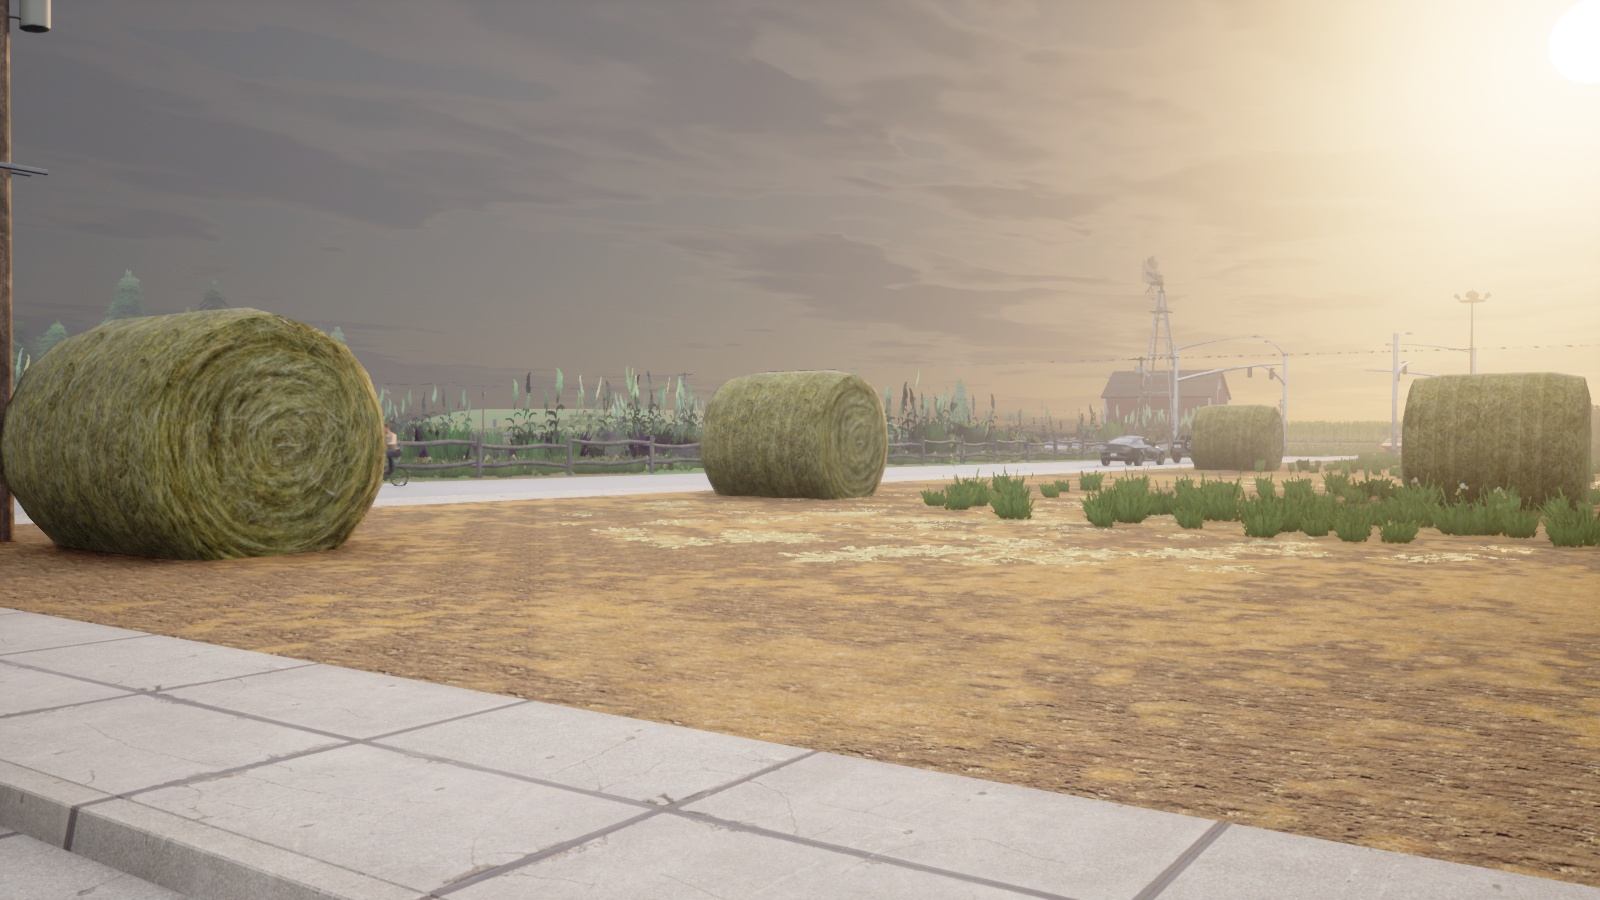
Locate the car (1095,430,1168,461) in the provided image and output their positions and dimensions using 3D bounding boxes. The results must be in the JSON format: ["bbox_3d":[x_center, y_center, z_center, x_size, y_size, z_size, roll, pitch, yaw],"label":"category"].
[{"bbox_3d":[15.937,-0.244,60.201,1.812,1.442,4.674,0,1,36],"label":"car"}]

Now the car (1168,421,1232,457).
[{"bbox_3d":[21.696,-0.612,68.016,1.932,1.855,4.605,0,1,36],"label":"car"}]

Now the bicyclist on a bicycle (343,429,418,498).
[{"bbox_3d":[-10.214,0.308,30.612,0.866,1.612,1.509,0,1,37],"label":"bicyclist on a bicycle"}]
